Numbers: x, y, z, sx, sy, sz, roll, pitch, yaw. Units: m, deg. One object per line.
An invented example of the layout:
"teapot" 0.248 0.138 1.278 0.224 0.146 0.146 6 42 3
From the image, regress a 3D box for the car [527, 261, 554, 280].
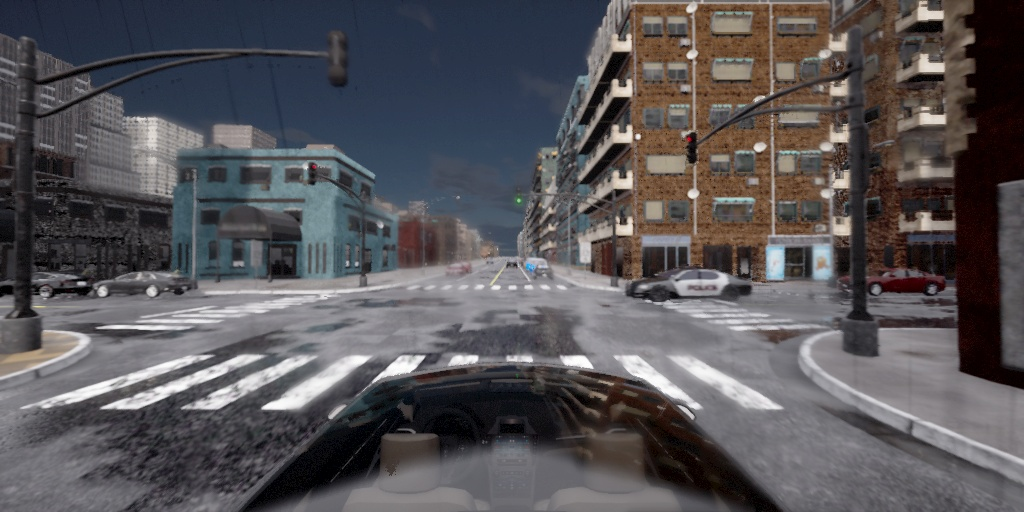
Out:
"car" 2.690 1.354 31.431 2.007 1.370 4.403 0 0 0

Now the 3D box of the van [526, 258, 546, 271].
"van" 2.689 1.152 37.010 1.690 1.789 3.998 0 0 0

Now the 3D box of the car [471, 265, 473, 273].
"car" -5.692 1.364 42.555 1.888 1.381 4.507 0 0 0

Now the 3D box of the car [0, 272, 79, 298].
"car" -25.197 1.526 19.291 4.313 1.339 1.948 0 0 1

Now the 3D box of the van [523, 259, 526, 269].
"van" 2.688 1.167 48.173 1.690 1.789 3.998 0 0 0

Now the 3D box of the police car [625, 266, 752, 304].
"police car" 7.716 1.271 16.033 4.974 1.542 2.038 0 -1 1

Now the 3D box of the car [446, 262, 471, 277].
"car" -5.692 1.393 36.975 1.802 1.307 4.207 0 0 0

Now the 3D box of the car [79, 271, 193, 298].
"car" -19.716 1.485 19.216 4.403 1.370 2.007 0 0 1

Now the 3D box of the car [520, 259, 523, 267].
"car" 2.688 1.364 59.504 1.751 1.417 4.829 0 0 0

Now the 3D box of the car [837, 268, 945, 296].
"car" 19.623 1.298 18.678 4.507 1.381 1.888 0 0 1

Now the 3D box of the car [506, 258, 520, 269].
"car" -0.004 1.317 60.500 1.882 1.535 5.008 0 0 0
